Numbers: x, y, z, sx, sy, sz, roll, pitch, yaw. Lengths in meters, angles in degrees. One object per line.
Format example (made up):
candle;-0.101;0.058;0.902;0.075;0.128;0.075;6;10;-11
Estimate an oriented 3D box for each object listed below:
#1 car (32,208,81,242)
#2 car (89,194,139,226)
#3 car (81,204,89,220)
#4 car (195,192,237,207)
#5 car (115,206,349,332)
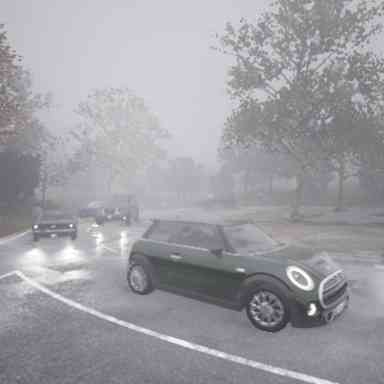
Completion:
car;-6.746;1.592;16.673;1.895;1.301;4.718;0;0;-18
car;-5.124;1.192;23.344;2.150;2.045;5.566;-1;0;0
car;-7.690;1.448;28.007;1.882;1.535;5.008;0;0;14
car;3.118;1.063;42.903;5.566;2.045;2.150;-1;0;-25
car;0.728;1.334;6.964;4.553;1.767;2.097;0;0;39
